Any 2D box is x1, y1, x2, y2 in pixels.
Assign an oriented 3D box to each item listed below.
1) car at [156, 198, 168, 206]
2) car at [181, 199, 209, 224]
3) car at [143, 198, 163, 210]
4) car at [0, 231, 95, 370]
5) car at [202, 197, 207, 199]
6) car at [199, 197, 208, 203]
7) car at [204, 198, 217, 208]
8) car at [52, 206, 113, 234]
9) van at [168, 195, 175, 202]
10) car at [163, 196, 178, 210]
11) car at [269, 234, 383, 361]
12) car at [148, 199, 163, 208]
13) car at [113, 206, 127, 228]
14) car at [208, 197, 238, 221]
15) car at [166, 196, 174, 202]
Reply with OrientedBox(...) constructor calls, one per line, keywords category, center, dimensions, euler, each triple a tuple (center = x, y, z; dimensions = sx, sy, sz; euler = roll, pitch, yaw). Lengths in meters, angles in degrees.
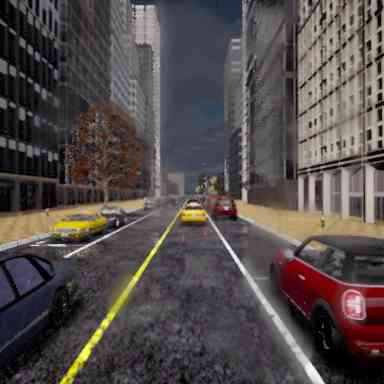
OrientedBox(category="car", center=(-5.608, 1.824, 62.921), dimensions=(1.802, 1.307, 4.206), euler=(0, 0, 0))
OrientedBox(category="car", center=(0.131, 1.564, 25.525), dimensions=(1.801, 1.575, 5.366), euler=(0, 0, 0))
OrientedBox(category="car", center=(-5.629, 1.735, 45.845), dimensions=(2.008, 1.369, 4.403), euler=(0, 0, 0))
OrientedBox(category="car", center=(-3.093, 1.566, 4.237), dimensions=(2.033, 1.411, 5.357), euler=(0, 0, 0))
OrientedBox(category="car", center=(2.745, 1.479, 40.132), dimensions=(2.192, 1.841, 5.009), euler=(0, 0, 0))
OrientedBox(category="car", center=(2.794, 1.863, 79.975), dimensions=(1.947, 1.339, 4.313), euler=(0, 0, 0))
OrientedBox(category="car", center=(2.759, 1.730, 51.684), dimensions=(1.752, 1.417, 4.829), euler=(0, 0, 0))
OrientedBox(category="car", center=(-5.666, 1.599, 17.213), dimensions=(1.752, 1.417, 4.829), euler=(0, 0, 0))
OrientedBox(category="van", center=(-5.571, 1.672, 91.384), dimensions=(1.690, 1.788, 3.998), euler=(0, 0, 0))
OrientedBox(category="car", center=(-3.022, 1.694, 46.983), dimensions=(1.837, 1.490, 4.892), euler=(0, 0, 0))
OrientedBox(category="car", center=(2.701, 1.467, 5.978), dimensions=(1.967, 1.590, 4.097), euler=(0, 0, 0))
OrientedBox(category="car", center=(-5.623, 1.770, 51.538), dimensions=(1.947, 1.339, 4.313), euler=(0, 0, 0))
OrientedBox(category="car", center=(-5.659, 1.648, 23.076), dimensions=(2.008, 1.369, 4.403), euler=(0, 0, 0))
OrientedBox(category="car", center=(2.731, 1.435, 28.747), dimensions=(2.192, 1.841, 5.009), euler=(0, 0, 0))
OrientedBox(category="car", center=(-5.579, 1.858, 85.691), dimensions=(1.887, 1.381, 4.507), euler=(0, 0, 0))
